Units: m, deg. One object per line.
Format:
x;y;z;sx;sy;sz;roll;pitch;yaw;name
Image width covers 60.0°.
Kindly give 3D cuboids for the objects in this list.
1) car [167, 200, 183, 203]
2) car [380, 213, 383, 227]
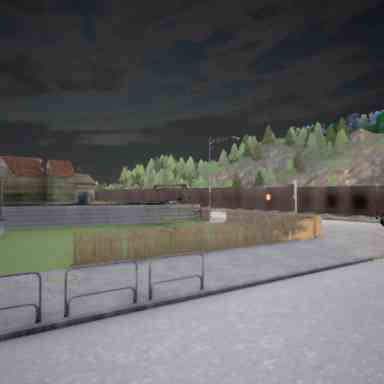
-1.773;1.756;40.673;1.812;1.442;4.674;1;0;-35;car
13.553;1.727;19.179;2.128;1.511;4.902;1;0;-35;car
